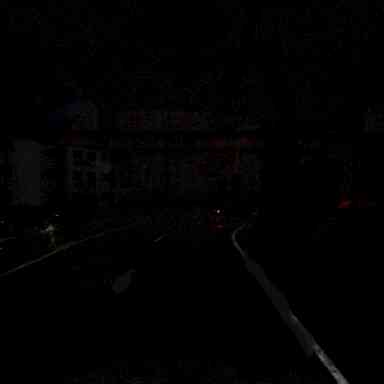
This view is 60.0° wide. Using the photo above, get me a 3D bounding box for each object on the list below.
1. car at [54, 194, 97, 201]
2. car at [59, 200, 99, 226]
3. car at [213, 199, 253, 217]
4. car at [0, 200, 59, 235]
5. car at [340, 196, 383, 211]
[{"bbox_3d":[-10.496,1.172,28.935,2.150,2.045,5.566,0,0,25],"label":"car"},{"bbox_3d":[-8.796,1.522,23.381,1.994,1.385,4.181,0,0,18],"label":"car"},{"bbox_3d":[3.946,1.462,31.319,1.837,1.490,4.892,0,0,41],"label":"car"},{"bbox_3d":[-9.996,1.441,18.913,1.882,1.535,5.008,0,0,9],"label":"car"},{"bbox_3d":[19.823,1.310,38.888,4.553,1.767,2.097,0,0,-7],"label":"car"}]
